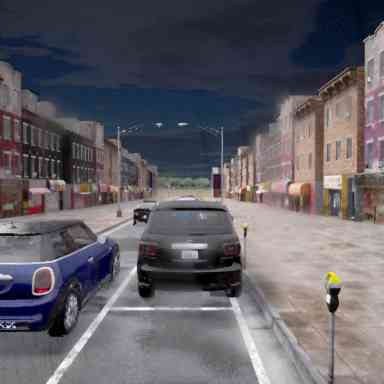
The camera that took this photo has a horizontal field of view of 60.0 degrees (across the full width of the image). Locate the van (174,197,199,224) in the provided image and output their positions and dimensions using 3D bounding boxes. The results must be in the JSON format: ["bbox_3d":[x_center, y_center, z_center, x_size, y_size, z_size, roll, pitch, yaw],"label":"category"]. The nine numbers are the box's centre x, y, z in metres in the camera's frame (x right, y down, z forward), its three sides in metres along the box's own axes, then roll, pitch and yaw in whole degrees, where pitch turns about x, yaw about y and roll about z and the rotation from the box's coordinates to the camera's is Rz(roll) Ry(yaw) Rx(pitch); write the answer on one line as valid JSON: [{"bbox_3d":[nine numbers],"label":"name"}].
[{"bbox_3d":[-0.402,1.332,25.542,1.690,1.788,3.998,-1,0,0],"label":"van"}]

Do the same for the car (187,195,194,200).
[{"bbox_3d":[-0.394,1.543,91.932,1.947,1.339,4.313,-1,0,0],"label":"car"}]

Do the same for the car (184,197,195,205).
[{"bbox_3d":[-0.395,1.563,58.737,1.802,1.307,4.206,-1,0,0],"label":"car"}]

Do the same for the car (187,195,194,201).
[{"bbox_3d":[-0.394,1.543,86.399,1.947,1.339,4.313,-1,0,0],"label":"car"}]

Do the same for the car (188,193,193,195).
[{"bbox_3d":[-0.402,1.302,36.607,2.192,1.841,5.009,-1,0,0],"label":"car"}]

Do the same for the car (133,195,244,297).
[{"bbox_3d":[-0.039,1.225,8.682,2.150,2.045,5.566,0,0,0],"label":"car"}]

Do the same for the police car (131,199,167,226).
[{"bbox_3d":[-3.019,1.416,24.299,1.930,1.638,5.238,0,0,0],"label":"police car"}]

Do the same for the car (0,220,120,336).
[{"bbox_3d":[-2.923,1.349,6.842,2.097,1.767,4.553,0,0,0],"label":"car"}]

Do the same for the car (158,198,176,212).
[{"bbox_3d":[-2.920,1.512,39.627,1.812,1.442,4.674,0,0,0],"label":"car"}]
